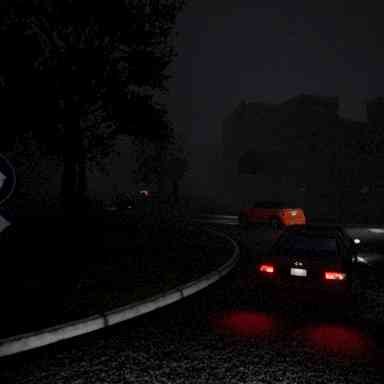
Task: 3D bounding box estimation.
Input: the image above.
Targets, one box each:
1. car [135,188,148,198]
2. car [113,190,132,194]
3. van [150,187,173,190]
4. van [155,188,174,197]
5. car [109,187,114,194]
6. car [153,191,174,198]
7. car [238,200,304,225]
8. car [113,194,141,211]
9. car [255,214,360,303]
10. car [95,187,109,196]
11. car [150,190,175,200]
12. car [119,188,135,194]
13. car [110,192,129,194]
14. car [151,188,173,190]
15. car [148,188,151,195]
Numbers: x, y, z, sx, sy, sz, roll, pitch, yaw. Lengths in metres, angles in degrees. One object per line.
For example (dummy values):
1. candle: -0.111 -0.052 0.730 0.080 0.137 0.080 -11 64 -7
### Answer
1. car: -10.744 0.584 70.507 2.128 1.511 4.902 0 2 -5
2. car: -12.521 0.877 59.671 2.033 1.411 5.357 0 1 -6
3. van: -5.646 0.430 66.716 4.442 1.987 1.878 0 1 -6
4. van: -6.431 0.139 77.485 4.442 1.987 1.878 0 2 -4
5. car: -23.815 -0.057 91.637 2.163 1.488 4.792 0 2 0
6. car: -6.335 0.482 74.780 4.674 1.452 2.002 0 2 -4
7. car: 4.949 1.308 21.358 2.097 1.767 4.553 0 0 -29
8. car: -7.456 1.326 37.768 1.837 1.490 4.892 0 1 -20
9. car: 3.110 1.532 8.416 2.033 1.411 5.357 0 0 27
10. car: -23.671 0.080 86.148 2.097 1.535 5.008 0 2 -2
11. car: -4.958 0.794 61.253 4.892 1.521 2.231 0 1 -6
12. car: -13.708 0.549 69.974 1.882 1.535 5.008 0 2 -5
13. car: -10.851 1.117 49.915 1.994 1.385 4.181 0 1 -11
14. car: -5.210 0.600 63.993 4.553 1.767 2.185 0 1 -6
15. car: -5.795 0.336 69.459 5.566 2.045 2.435 0 2 -6
